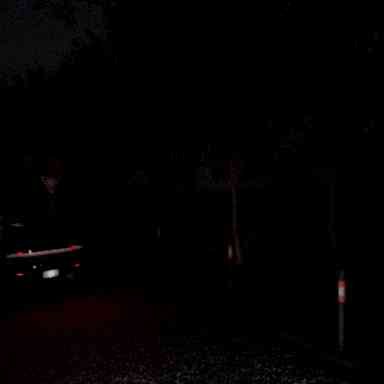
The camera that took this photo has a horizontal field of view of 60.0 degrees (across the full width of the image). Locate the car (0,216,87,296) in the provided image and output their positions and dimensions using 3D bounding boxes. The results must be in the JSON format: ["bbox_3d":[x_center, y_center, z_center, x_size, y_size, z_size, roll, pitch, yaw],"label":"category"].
[{"bbox_3d":[-4.286,1.388,8.646,2.128,1.511,4.902,-2,2,-36],"label":"car"}]
